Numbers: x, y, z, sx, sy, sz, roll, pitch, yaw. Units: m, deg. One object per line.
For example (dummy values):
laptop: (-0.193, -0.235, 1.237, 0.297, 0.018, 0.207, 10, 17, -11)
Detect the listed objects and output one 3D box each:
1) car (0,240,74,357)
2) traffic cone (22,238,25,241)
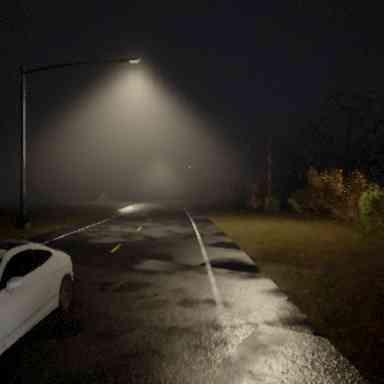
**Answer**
car: (-3.248, 1.535, 4.989, 1.812, 1.442, 4.674, 0, 0, -1)
traffic cone: (-6.189, 1.979, 12.219, 0.340, 0.580, 0.340, 0, 0, -1)
